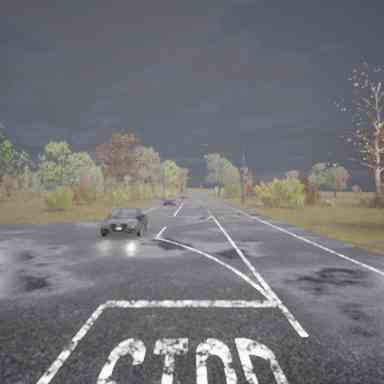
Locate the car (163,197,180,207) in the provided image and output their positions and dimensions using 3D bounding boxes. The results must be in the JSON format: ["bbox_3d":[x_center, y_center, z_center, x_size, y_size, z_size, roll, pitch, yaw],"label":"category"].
[{"bbox_3d":[-3.408,1.464,51.012,2.033,1.411,5.357,0,0,0],"label":"car"}]

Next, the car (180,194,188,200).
[{"bbox_3d":[-2.285,1.356,89.595,1.994,1.385,4.181,0,0,7],"label":"car"}]

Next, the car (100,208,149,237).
[{"bbox_3d":[-3.458,1.537,17.726,1.994,1.385,4.181,0,0,0],"label":"car"}]
